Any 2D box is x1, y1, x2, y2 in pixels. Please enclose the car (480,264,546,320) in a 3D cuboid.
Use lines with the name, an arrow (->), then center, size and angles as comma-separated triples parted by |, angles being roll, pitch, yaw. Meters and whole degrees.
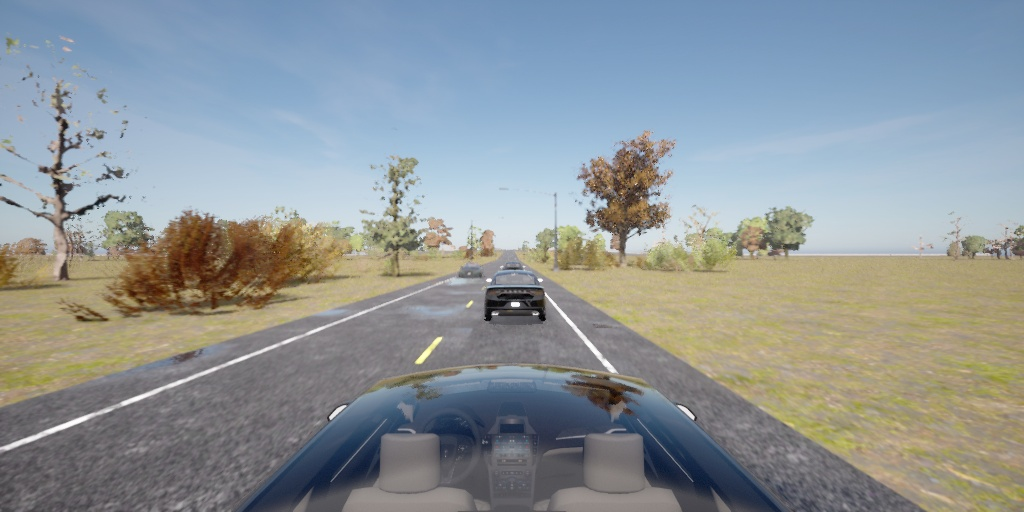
car -> 0.096, 1.227, 12.676 | 1.882, 1.535, 5.008 | 0, 0, 0

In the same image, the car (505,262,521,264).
car -> 0.090, 1.249, 31.073 | 1.837, 1.490, 4.892 | 0, 0, 0

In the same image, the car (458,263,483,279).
car -> -3.604, 1.307, 32.078 | 1.994, 1.385, 4.181 | 0, 0, 0
